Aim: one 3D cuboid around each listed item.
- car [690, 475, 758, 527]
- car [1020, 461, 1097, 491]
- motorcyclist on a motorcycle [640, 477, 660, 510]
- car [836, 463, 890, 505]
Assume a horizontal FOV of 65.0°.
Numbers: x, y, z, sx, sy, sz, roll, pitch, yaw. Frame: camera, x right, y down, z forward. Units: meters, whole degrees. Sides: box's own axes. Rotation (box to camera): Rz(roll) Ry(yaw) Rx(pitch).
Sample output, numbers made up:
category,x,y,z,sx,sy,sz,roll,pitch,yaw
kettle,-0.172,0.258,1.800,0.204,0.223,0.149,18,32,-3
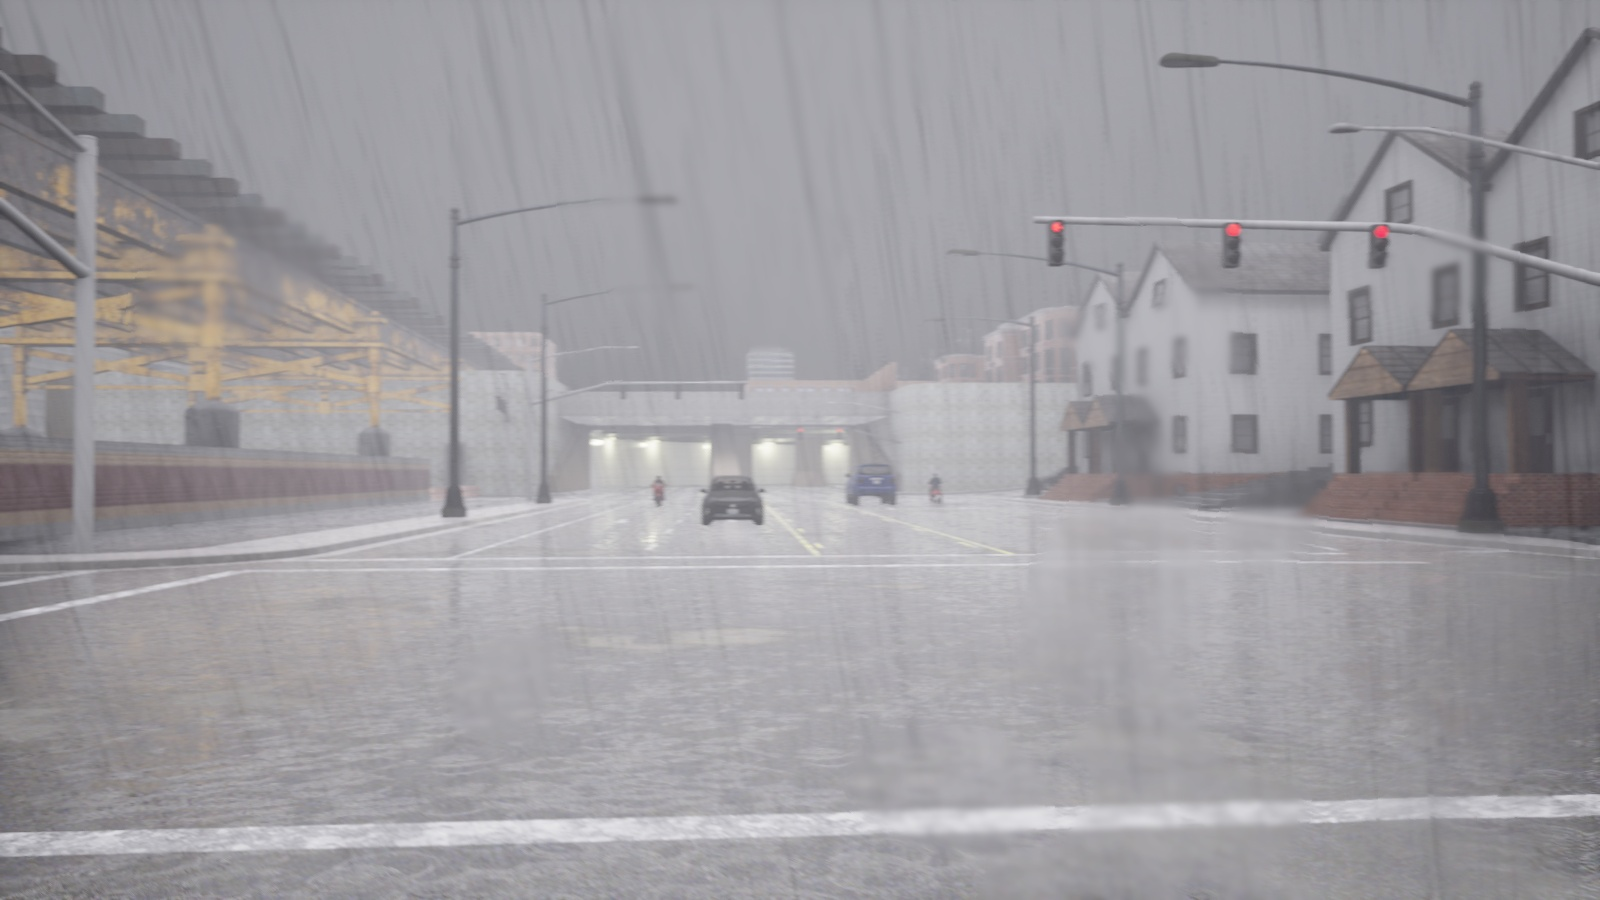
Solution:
category,x,y,z,sx,sy,sz,roll,pitch,yaw
car,-2.391,1.565,39.573,2.007,1.525,4.514,-1,-1,-3
car,17.551,1.758,85.491,4.674,1.442,1.812,-7,-1,-4
motorcyclist on a motorcycle,-7.091,2.038,59.370,0.797,1.523,2.044,-1,-1,-3
car,3.150,1.750,63.968,2.150,2.045,5.566,-1,-2,-4
